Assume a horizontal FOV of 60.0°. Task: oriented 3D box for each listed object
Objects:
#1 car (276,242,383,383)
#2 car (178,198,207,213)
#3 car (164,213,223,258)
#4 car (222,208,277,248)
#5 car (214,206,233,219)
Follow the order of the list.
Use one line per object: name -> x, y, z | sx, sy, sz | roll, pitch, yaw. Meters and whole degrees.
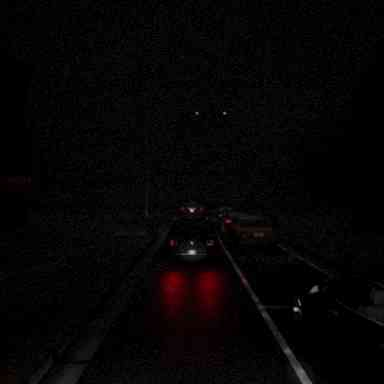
car -> 2.621, 1.606, 4.133 | 1.947, 1.339, 4.313 | -1, -1, 0
car -> 0.018, 1.486, 27.581 | 2.150, 2.045, 5.566 | 0, 0, 0
car -> 0.018, 1.727, 13.235 | 1.895, 1.301, 4.718 | 0, -1, 0
car -> 2.619, 1.671, 15.367 | 1.752, 1.417, 4.829 | -1, -1, 0
car -> 2.620, 1.778, 20.729 | 1.802, 1.307, 4.206 | -1, -1, 0
